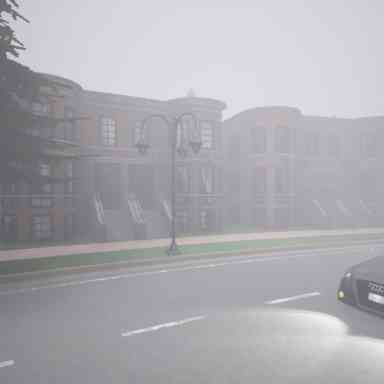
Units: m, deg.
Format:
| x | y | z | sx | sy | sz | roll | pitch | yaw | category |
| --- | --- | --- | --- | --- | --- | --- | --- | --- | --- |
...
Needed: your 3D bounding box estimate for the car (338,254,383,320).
| x | y | z | sx | sy | sz | roll | pitch | yaw | category |
| --- | --- | --- | --- | --- | --- | --- | --- | --- | --- |
| 4.840 | 1.564 | 6.269 | 4.181 | 1.385 | 1.994 | 0 | 0 | -24 | car |
